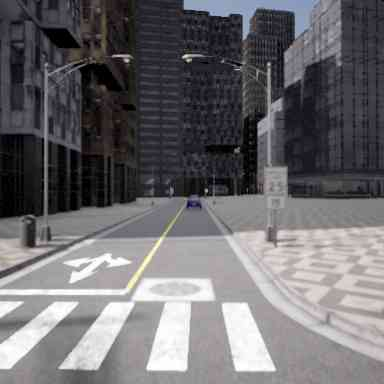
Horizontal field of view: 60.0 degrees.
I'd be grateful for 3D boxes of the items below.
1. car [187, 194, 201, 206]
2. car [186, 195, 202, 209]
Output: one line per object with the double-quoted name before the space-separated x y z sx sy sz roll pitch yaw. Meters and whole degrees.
"car" 0.315 1.206 52.549 2.097 1.767 4.553 0 0 0
"car" 0.251 1.348 42.127 1.882 1.535 5.008 0 0 0
